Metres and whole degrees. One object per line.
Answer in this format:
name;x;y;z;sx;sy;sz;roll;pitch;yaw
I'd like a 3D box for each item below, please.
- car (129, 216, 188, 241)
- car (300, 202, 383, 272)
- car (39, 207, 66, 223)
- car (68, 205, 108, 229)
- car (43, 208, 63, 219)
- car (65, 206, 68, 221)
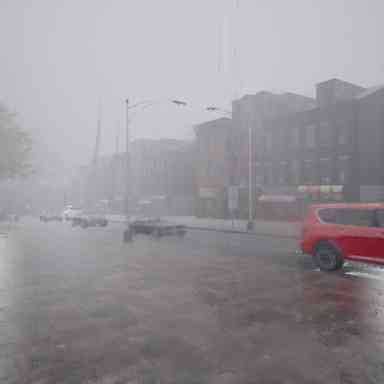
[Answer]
car;-2.237;2.144;20.535;1.895;1.301;4.718;0;-2;-36
car;5.742;1.317;9.344;2.150;2.045;5.566;0;-2;-36
car;-18.568;3.088;43.607;2.097;1.767;4.553;0;-2;-36
car;-9.497;2.370;30.717;2.097;1.767;4.553;0;-2;-35
car;-22.699;3.481;54.310;2.097;1.767;4.553;0;-2;-36
car;-16.574;2.896;45.719;2.150;2.045;5.566;0;-2;-35
